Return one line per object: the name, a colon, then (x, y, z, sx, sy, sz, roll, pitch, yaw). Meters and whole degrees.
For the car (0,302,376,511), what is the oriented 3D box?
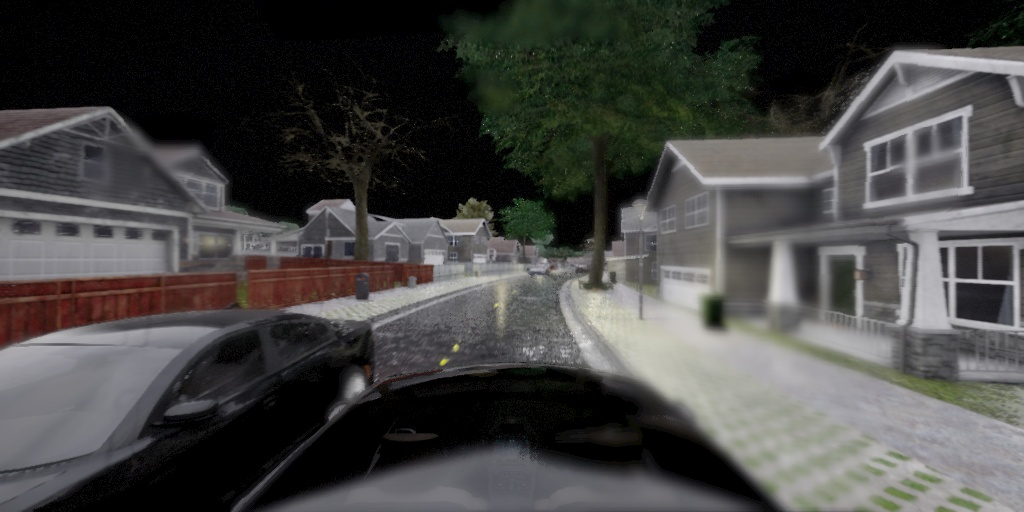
car: (-2.753, 1.221, 2.717, 1.882, 1.535, 5.008, 0, 0, 1)

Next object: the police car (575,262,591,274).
police car: (11.188, 2.039, 56.780, 1.930, 1.638, 5.238, 0, -2, 16)

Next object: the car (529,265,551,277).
car: (3.432, 1.790, 43.119, 2.033, 1.411, 5.357, 0, -1, 16)
